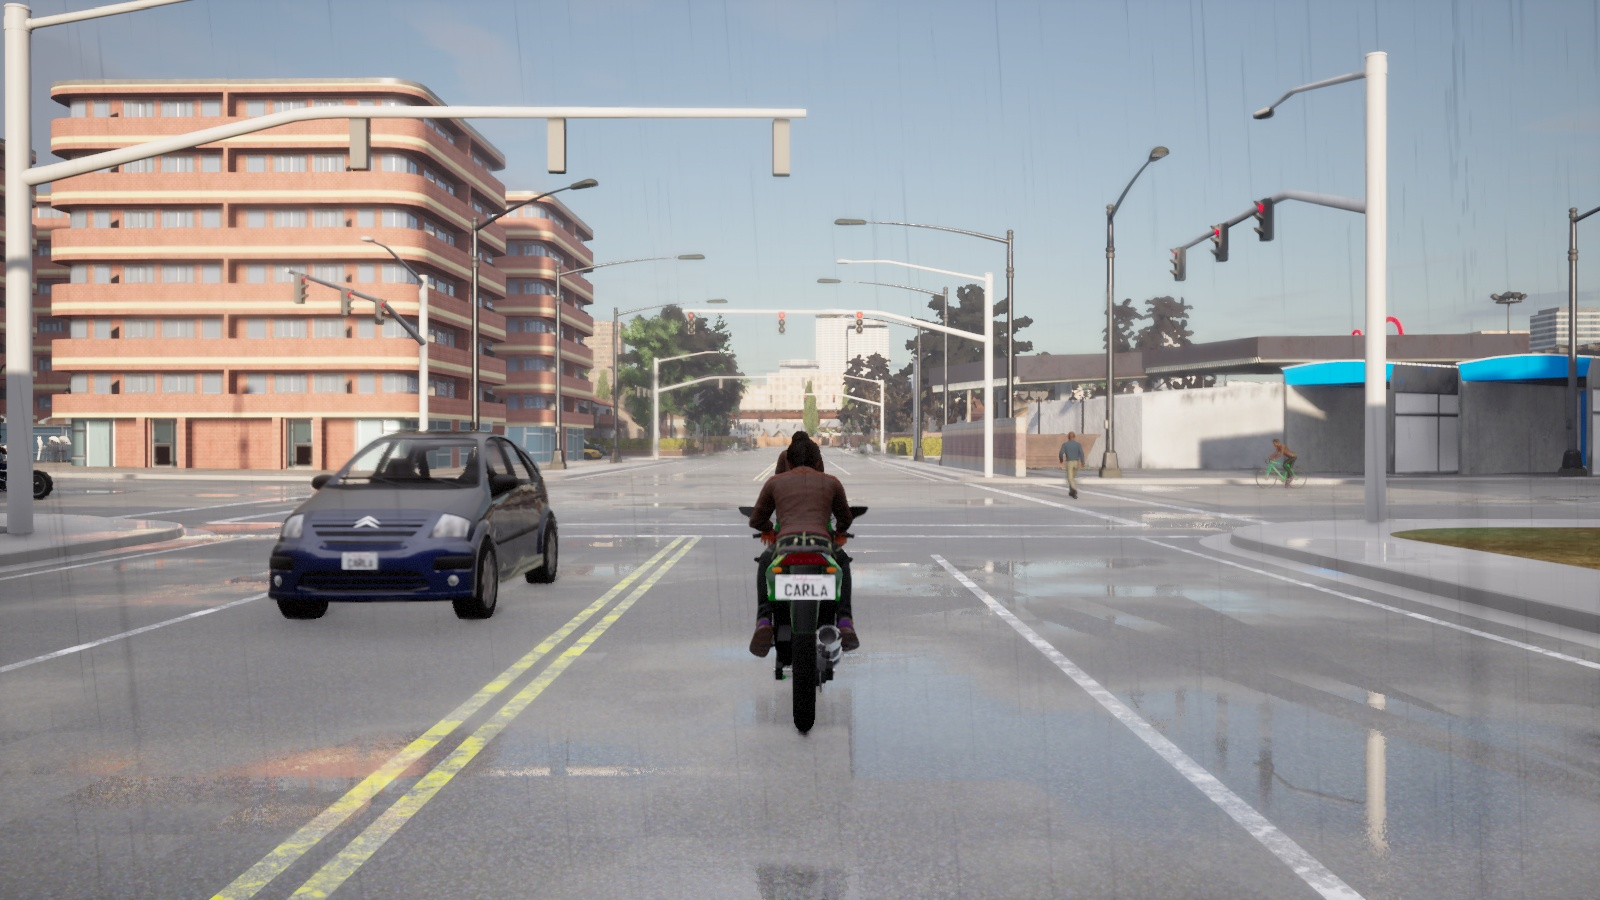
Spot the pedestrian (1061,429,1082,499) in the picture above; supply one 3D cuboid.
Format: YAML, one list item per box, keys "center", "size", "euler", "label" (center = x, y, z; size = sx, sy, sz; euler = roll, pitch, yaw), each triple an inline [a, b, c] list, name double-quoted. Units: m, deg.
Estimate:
- center: [7.189, 0.355, 33.211]
  size: [0.370, 1.835, 0.726]
  euler: [0, 0, -2]
  label: "pedestrian"

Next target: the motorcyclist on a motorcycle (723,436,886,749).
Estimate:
- center: [0.020, 0.689, 7.186]
  size: [0.797, 1.523, 2.044]
  euler: [0, 1, 0]
  label: "motorcyclist on a motorcycle"

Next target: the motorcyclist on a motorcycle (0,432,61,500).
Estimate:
- center: [-19.896, 0.381, 31.414]
  size: [2.350, 1.649, 0.766]
  euler: [1, 0, 0]
  label: "motorcyclist on a motorcycle"

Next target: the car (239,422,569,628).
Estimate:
- center: [-3.478, 0.575, 11.851]
  size: [1.851, 1.617, 3.988]
  euler: [0, 0, 0]
  label: "car"

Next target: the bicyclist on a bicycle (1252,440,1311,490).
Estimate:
- center: [15.563, 0.482, 40.608]
  size: [1.656, 1.620, 0.582]
  euler: [0, 0, 1]
  label: "bicyclist on a bicycle"
